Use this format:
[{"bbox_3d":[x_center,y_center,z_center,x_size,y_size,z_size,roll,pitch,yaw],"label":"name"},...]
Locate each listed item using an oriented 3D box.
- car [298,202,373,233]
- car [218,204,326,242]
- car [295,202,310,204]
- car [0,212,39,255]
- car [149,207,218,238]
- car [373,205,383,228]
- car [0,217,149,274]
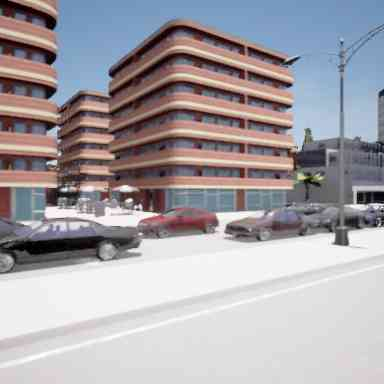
[{"bbox_3d":[8.555,1.532,19.797,4.674,1.442,1.812,0,0,-35],"label":"car"},{"bbox_3d":[4.126,1.552,16.731,5.357,1.411,2.033,0,0,-35],"label":"car"},{"bbox_3d":[8.040,1.499,23.779,4.902,1.511,2.128,0,0,-35],"label":"car"},{"bbox_3d":[-8.128,1.565,12.314,4.181,1.385,1.994,0,0,-36],"label":"car"},{"bbox_3d":[-0.606,1.529,17.666,4.674,1.442,1.812,0,0,-35],"label":"car"},{"bbox_3d":[12.208,1.572,22.476,4.181,1.385,1.994,0,0,-35],"label":"car"},{"bbox_3d":[-4.324,1.549,10.723,5.357,1.411,2.033,0,0,-35],"label":"car"}]
